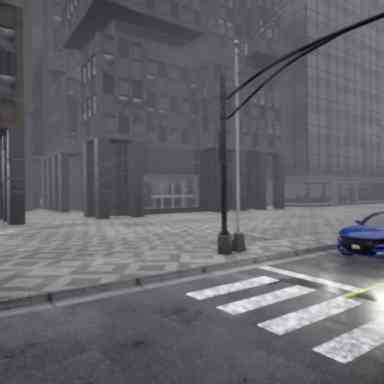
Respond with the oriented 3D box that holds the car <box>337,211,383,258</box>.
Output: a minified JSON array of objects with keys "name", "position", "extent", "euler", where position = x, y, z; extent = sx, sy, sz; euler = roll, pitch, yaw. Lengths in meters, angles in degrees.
[{"name":"car","position":[7.078,1.388,11.641],"extent":[5.008,1.535,1.882],"euler":[-1,0,-35]}]
